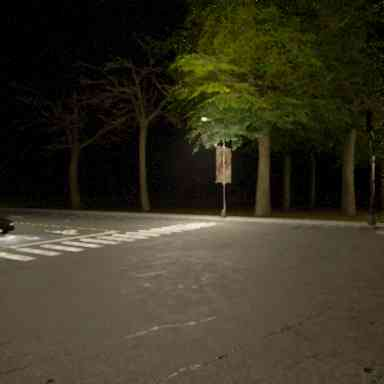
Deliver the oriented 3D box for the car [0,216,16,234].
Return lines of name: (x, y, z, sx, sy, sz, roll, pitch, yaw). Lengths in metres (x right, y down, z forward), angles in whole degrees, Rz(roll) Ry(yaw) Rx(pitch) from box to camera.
car: (-12.214, 1.634, 18.641, 5.357, 1.411, 2.033, 0, 0, 31)
